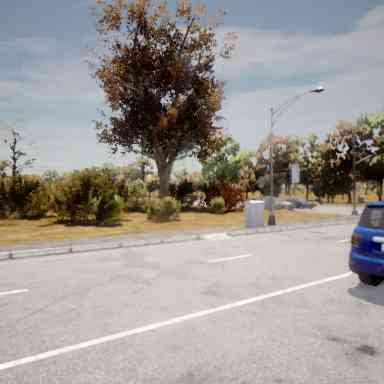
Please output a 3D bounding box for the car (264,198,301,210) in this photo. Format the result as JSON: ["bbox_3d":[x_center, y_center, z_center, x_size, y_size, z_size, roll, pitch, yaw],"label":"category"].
[{"bbox_3d":[10.920,1.499,42.062,1.812,1.442,4.674,0,0,-32],"label":"car"}]

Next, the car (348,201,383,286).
[{"bbox_3d":[6.090,1.213,8.100,5.566,2.045,2.150,0,0,-35],"label":"car"}]

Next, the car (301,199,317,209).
[{"bbox_3d":[13.821,1.518,44.029,2.033,1.411,5.357,0,0,-32],"label":"car"}]

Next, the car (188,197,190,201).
[{"bbox_3d":[-1.665,1.373,61.375,1.882,1.535,5.008,0,0,-34],"label":"car"}]
